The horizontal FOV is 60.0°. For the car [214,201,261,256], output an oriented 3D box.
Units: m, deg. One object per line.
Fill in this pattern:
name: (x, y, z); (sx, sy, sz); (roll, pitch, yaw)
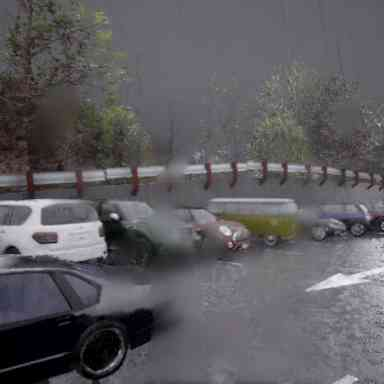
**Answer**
car: (0.052, 1.361, 13.091); (4.553, 1.767, 2.185); (-1, -1, 34)

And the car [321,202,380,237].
car: (7.480, 1.362, 18.297); (4.553, 1.767, 2.185); (-1, 0, 35)

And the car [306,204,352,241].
car: (4.995, 1.489, 16.580); (4.892, 1.521, 2.231); (-1, -1, 34)

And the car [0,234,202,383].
car: (-2.658, 1.546, 3.937); (5.357, 1.411, 2.033); (0, 0, -35)

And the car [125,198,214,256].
car: (-2.360, 1.234, 11.309); (5.566, 2.045, 2.435); (-1, -1, 34)

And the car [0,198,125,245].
car: (-4.876, 1.234, 9.566); (5.566, 2.045, 2.435); (-1, 0, 35)

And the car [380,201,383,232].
car: (9.942, 1.362, 20.062); (4.553, 1.767, 2.185); (-1, -1, 34)

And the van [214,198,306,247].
van: (2.437, 1.263, 14.884); (4.442, 1.987, 1.878); (-1, -1, 34)
